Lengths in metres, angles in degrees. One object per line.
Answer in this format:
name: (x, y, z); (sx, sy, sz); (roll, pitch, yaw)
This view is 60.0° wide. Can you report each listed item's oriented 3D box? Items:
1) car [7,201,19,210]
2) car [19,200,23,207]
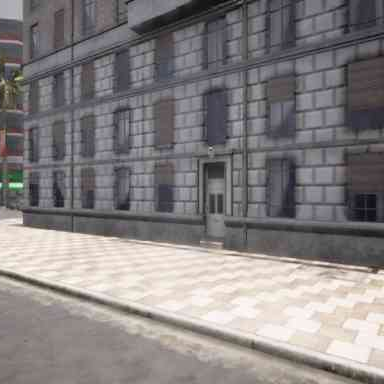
car: (-20.821, 1.564, 41.787); (1.994, 1.385, 4.181); (0, 0, 36)
car: (-17.725, 1.526, 40.103); (1.812, 1.442, 4.674); (0, 0, 36)
